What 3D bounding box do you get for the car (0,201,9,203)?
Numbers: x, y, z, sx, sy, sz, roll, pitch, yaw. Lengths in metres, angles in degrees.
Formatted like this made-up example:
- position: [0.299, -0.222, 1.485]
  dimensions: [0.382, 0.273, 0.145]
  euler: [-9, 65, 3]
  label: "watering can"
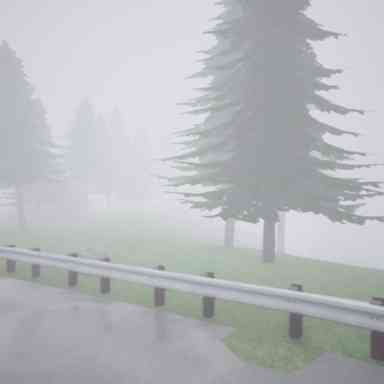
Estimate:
- position: [-45.147, 2.162, 79.702]
  dimensions: [2.128, 1.511, 4.902]
  euler: [0, 0, -11]
  label: "car"
